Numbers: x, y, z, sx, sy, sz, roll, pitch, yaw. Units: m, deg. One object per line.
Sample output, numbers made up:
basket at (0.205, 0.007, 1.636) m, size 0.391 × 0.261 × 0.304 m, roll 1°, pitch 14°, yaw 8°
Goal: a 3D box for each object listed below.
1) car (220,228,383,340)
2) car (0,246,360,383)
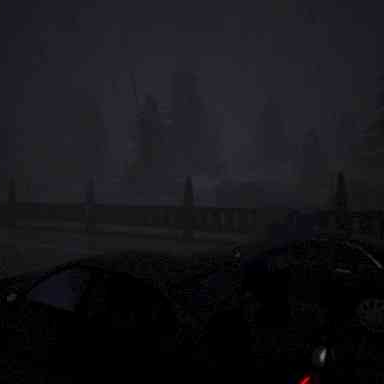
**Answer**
car at (2.114, 1.485, 6.531) m, size 4.892 × 1.490 × 1.837 m, roll 0°, pitch 0°, yaw 34°
car at (-0.904, 1.536, 4.414) m, size 5.357 × 1.411 × 2.033 m, roll 0°, pitch 0°, yaw 33°
